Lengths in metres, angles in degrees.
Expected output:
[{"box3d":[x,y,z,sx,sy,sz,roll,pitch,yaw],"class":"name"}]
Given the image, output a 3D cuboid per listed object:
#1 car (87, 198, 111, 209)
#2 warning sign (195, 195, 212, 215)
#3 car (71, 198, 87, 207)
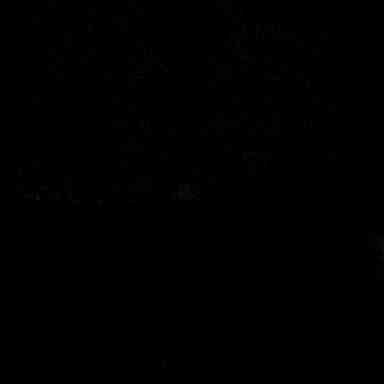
[{"box3d":[-13.092,1.655,47.565,1.812,1.442,4.674,0,0,-34],"class":"car"},{"box3d":[1.095,1.179,31.541,1.300,1.860,1.060,0,0,-35],"class":"warning sign"},{"box3d":[-18.910,1.729,55.775,1.994,1.385,4.181,0,0,-35],"class":"car"}]
